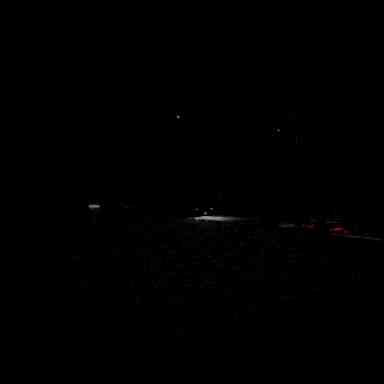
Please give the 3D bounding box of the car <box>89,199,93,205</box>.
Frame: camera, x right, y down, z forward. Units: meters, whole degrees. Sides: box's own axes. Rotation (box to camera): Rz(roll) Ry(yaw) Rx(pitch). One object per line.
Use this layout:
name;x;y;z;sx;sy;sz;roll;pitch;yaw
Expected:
car;-15.941;1.207;48.050;1.895;1.301;4.718;-1;1;-36

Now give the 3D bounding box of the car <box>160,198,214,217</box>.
car;-0.567;1.161;26.597;2.033;1.411;5.357;-1;1;-36

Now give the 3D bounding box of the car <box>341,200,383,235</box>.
car;8.732;1.126;13.647;1.882;1.535;5.008;-1;1;-36
